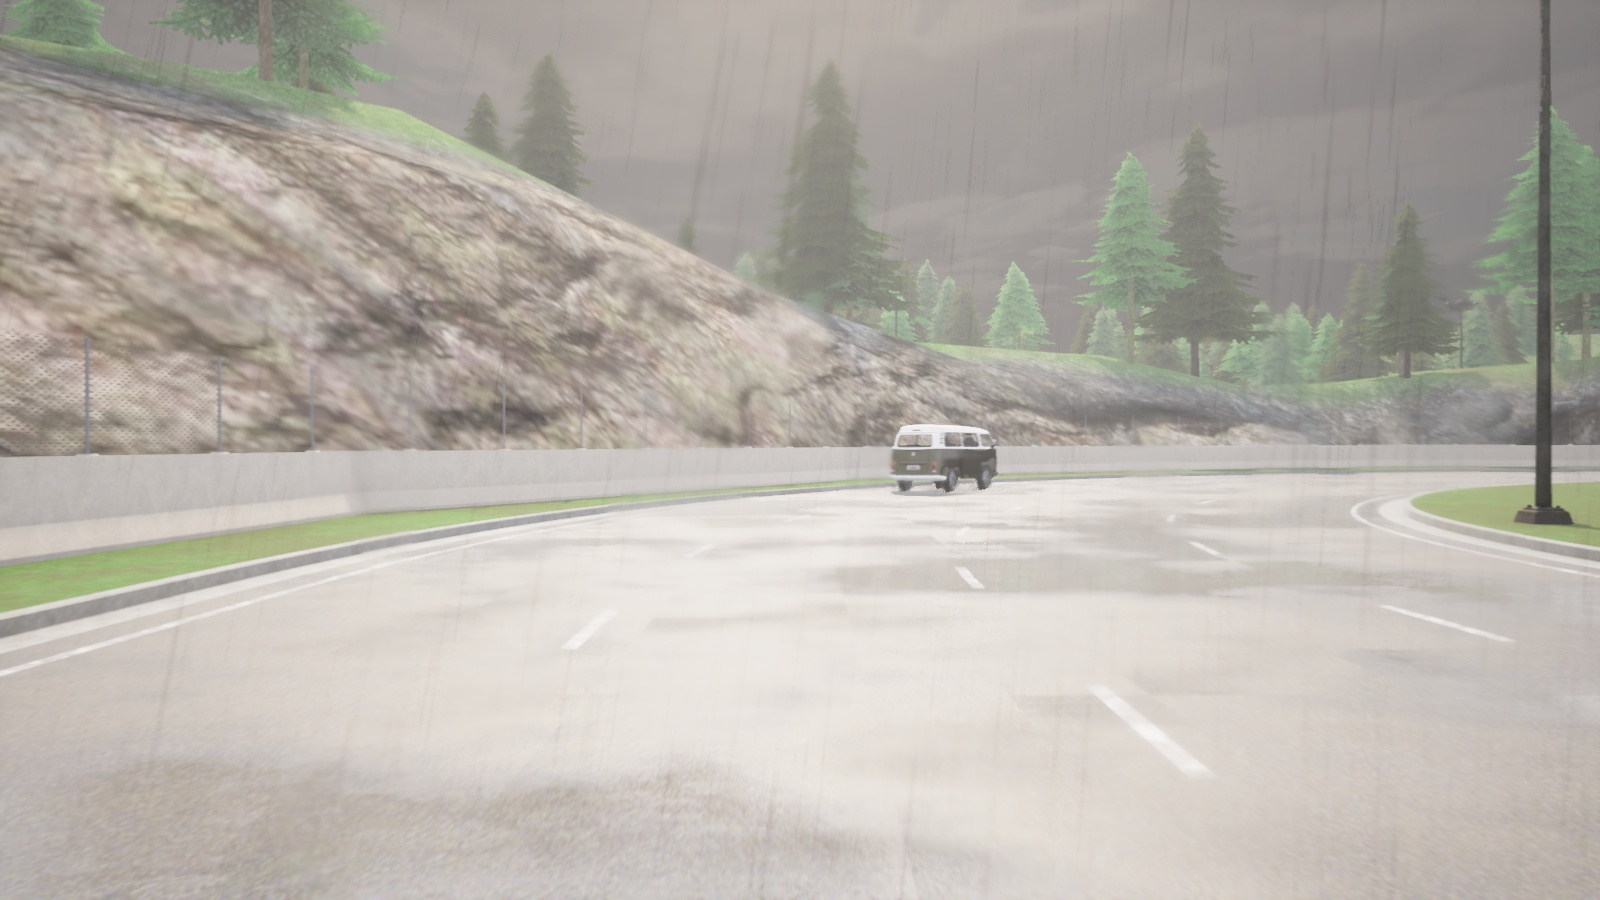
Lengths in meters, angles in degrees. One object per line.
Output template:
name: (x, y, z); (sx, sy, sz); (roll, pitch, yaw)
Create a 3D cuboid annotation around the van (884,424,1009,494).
van: (4.624, 0.253, 39.050); (2.069, 2.038, 4.480); (0, 0, 33)
